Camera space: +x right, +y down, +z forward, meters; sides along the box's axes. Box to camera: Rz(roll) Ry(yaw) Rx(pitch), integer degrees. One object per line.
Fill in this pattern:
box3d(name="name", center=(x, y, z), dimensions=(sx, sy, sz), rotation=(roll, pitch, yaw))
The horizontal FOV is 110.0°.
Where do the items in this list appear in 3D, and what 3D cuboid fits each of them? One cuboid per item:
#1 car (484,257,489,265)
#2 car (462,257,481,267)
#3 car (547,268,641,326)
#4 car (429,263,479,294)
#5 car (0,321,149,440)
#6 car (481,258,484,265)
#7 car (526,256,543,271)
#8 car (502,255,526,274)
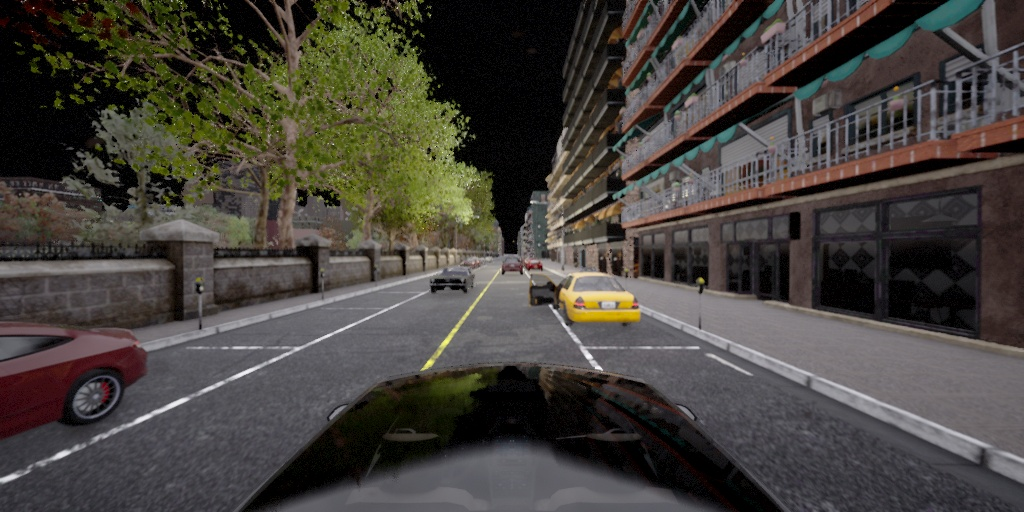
box3d(name="car", center=(-5.698, 0.956, 65.007), dimensions=(2.007, 1.370, 4.403), rotation=(0, 0, 0))
box3d(name="car", center=(-5.696, 0.930, 48.117), dimensions=(1.967, 1.591, 4.097), rotation=(0, 0, 0))
box3d(name="car", center=(2.348, 1.149, 11.284), dimensions=(1.801, 1.575, 5.366), rotation=(0, 0, 0))
box3d(name="car", center=(-3.103, 1.245, 19.417), dimensions=(1.895, 1.301, 4.718), rotation=(0, 0, 0))
box3d(name="car", center=(-5.690, 1.323, 3.075), dimensions=(1.802, 1.307, 4.207), rotation=(0, 0, 0))
box3d(name="car", center=(-5.697, 0.902, 53.745), dimensions=(1.967, 1.591, 4.097), rotation=(0, 0, 0))
box3d(name="car", center=(2.686, 1.063, 42.488), dimensions=(1.888, 1.381, 4.507), rotation=(0, 0, 0))
box3d(name="car", center=(0.048, 0.902, 36.530), dimensions=(2.097, 1.767, 4.553), rotation=(0, 0, 0))
